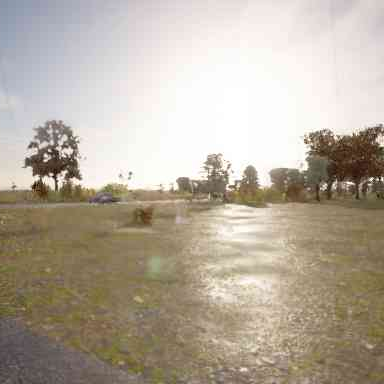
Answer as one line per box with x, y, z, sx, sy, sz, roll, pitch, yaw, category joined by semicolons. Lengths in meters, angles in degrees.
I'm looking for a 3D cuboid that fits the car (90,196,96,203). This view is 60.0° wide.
-20.328;1.371;75.398;2.150;2.045;5.566;0;0;34;car

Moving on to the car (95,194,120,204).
-16.824;1.677;68.034;1.812;1.442;4.674;0;0;34;car
